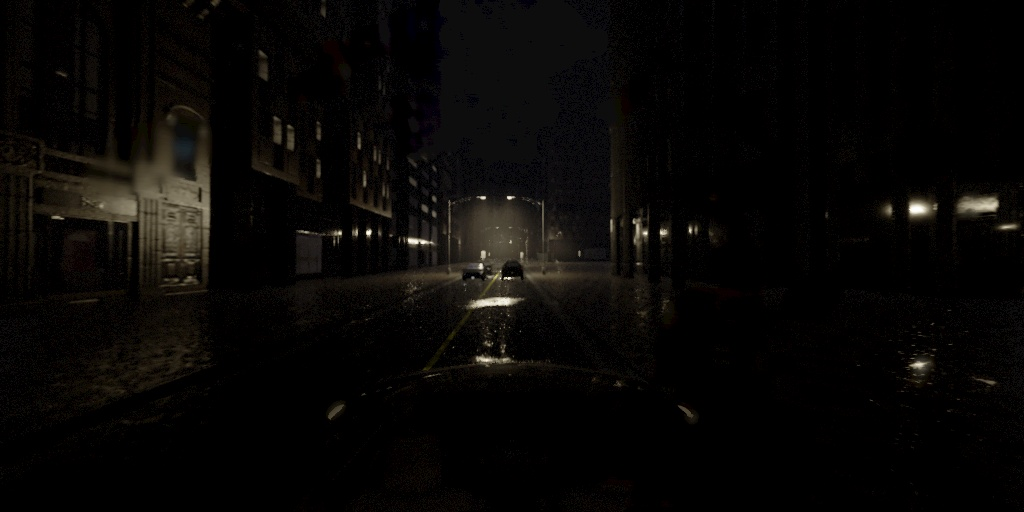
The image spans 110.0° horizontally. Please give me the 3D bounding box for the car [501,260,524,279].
[{"bbox_3d":[0.037,1.235,32.211,1.882,1.535,5.008,0,0,0],"label":"car"}]

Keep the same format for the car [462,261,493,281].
[{"bbox_3d":[-3.037,1.308,30.500,2.033,1.411,5.357,0,0,0],"label":"car"}]
